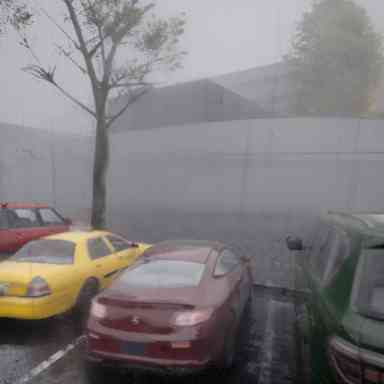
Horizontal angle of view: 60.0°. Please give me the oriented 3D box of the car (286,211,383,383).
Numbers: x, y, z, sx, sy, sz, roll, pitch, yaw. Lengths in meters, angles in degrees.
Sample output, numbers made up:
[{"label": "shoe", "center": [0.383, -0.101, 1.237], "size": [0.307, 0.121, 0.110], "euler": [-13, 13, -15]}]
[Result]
[{"label": "car", "center": [2.438, 1.240, 4.102], "size": [2.435, 2.045, 5.566], "euler": [-1, -1, 15]}]

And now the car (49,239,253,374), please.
[{"label": "car", "center": [-0.022, 1.558, 5.807], "size": [2.002, 1.452, 4.674], "euler": [-1, -1, 15]}]

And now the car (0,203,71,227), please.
[{"label": "car", "center": [-4.918, 1.323, 9.311], "size": [2.435, 2.045, 5.566], "euler": [-1, -1, 15]}]

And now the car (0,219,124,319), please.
[{"label": "car", "center": [-2.422, 1.546, 7.727], "size": [1.946, 1.575, 5.366], "euler": [-1, -1, 15]}]
